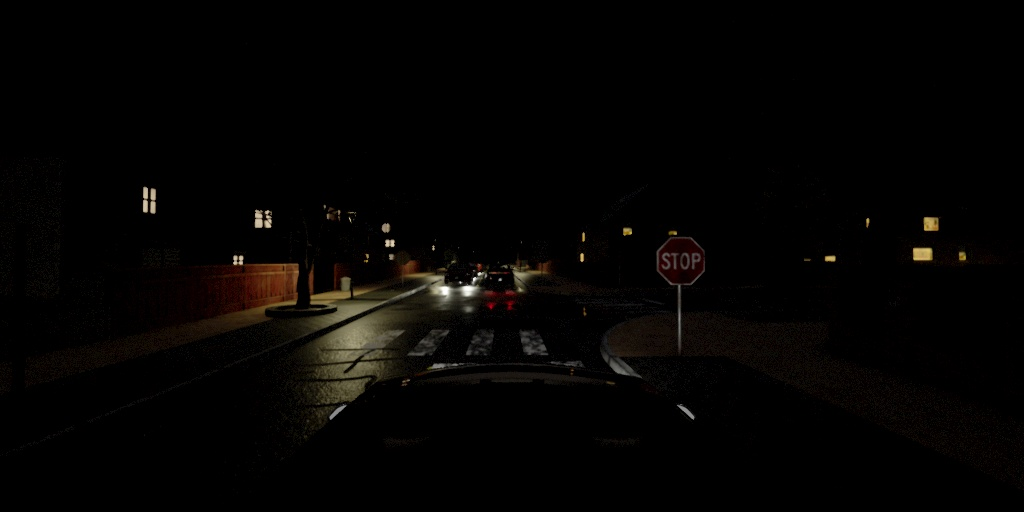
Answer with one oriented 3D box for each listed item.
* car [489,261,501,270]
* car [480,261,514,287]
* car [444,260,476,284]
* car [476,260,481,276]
[{"bbox_3d":[-2.712,1.469,56.522,1.812,1.442,4.674,0,0,-3],"label":"car"},{"bbox_3d":[-0.870,1.265,24.513,2.128,1.511,4.902,0,0,-3],"label":"car"},{"bbox_3d":[-3.969,1.258,27.301,1.882,1.535,5.008,0,0,-3],"label":"car"},{"bbox_3d":[-4.501,1.369,37.146,2.033,1.411,5.357,0,0,-3],"label":"car"}]
